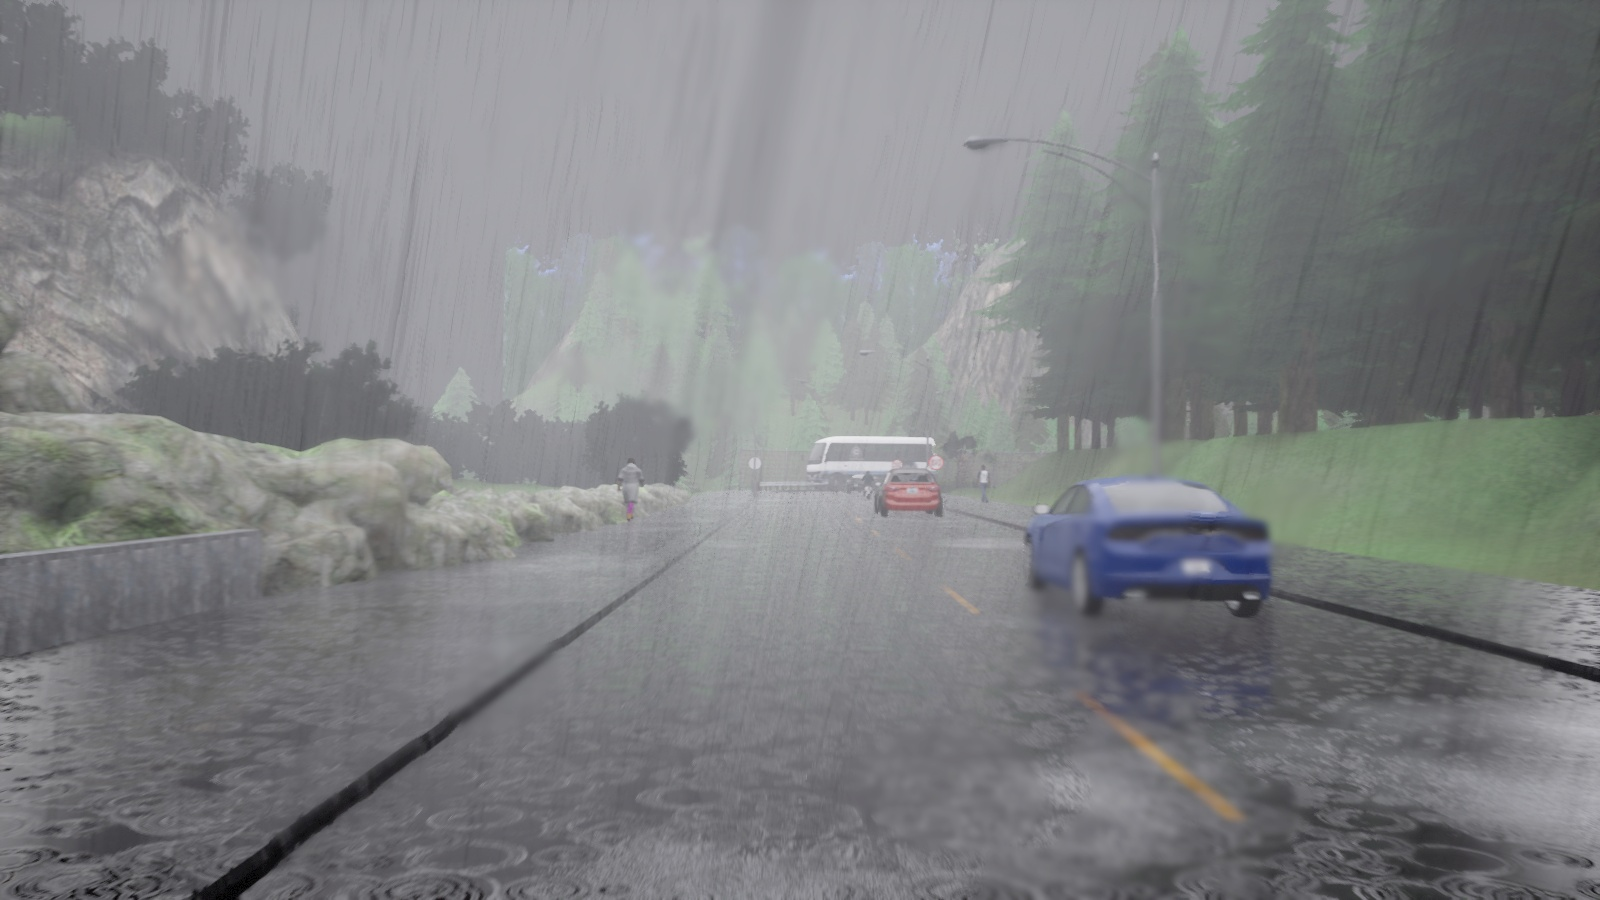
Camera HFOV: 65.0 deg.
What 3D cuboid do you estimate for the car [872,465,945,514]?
[{"bbox_3d":[3.879,1.404,45.643,2.242,1.667,4.611,0,-1,0],"label":"car"}]

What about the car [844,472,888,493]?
[{"bbox_3d":[4.855,2.355,91.906,1.812,1.442,4.674,-1,-1,21],"label":"car"}]

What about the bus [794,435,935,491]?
[{"bbox_3d":[5.038,1.054,98.005,10.273,4.253,3.944,0,-2,-20],"label":"bus"}]

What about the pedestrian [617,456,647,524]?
[{"bbox_3d":[-4.879,1.154,36.546,0.659,1.952,0.873,0,-1,6],"label":"pedestrian"}]

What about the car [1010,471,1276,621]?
[{"bbox_3d":[3.960,1.034,15.462,1.882,1.535,5.008,0,-1,0],"label":"car"}]

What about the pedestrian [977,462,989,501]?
[{"bbox_3d":[8.639,1.476,59.142,0.354,1.836,0.706,0,-1,-9],"label":"pedestrian"}]
